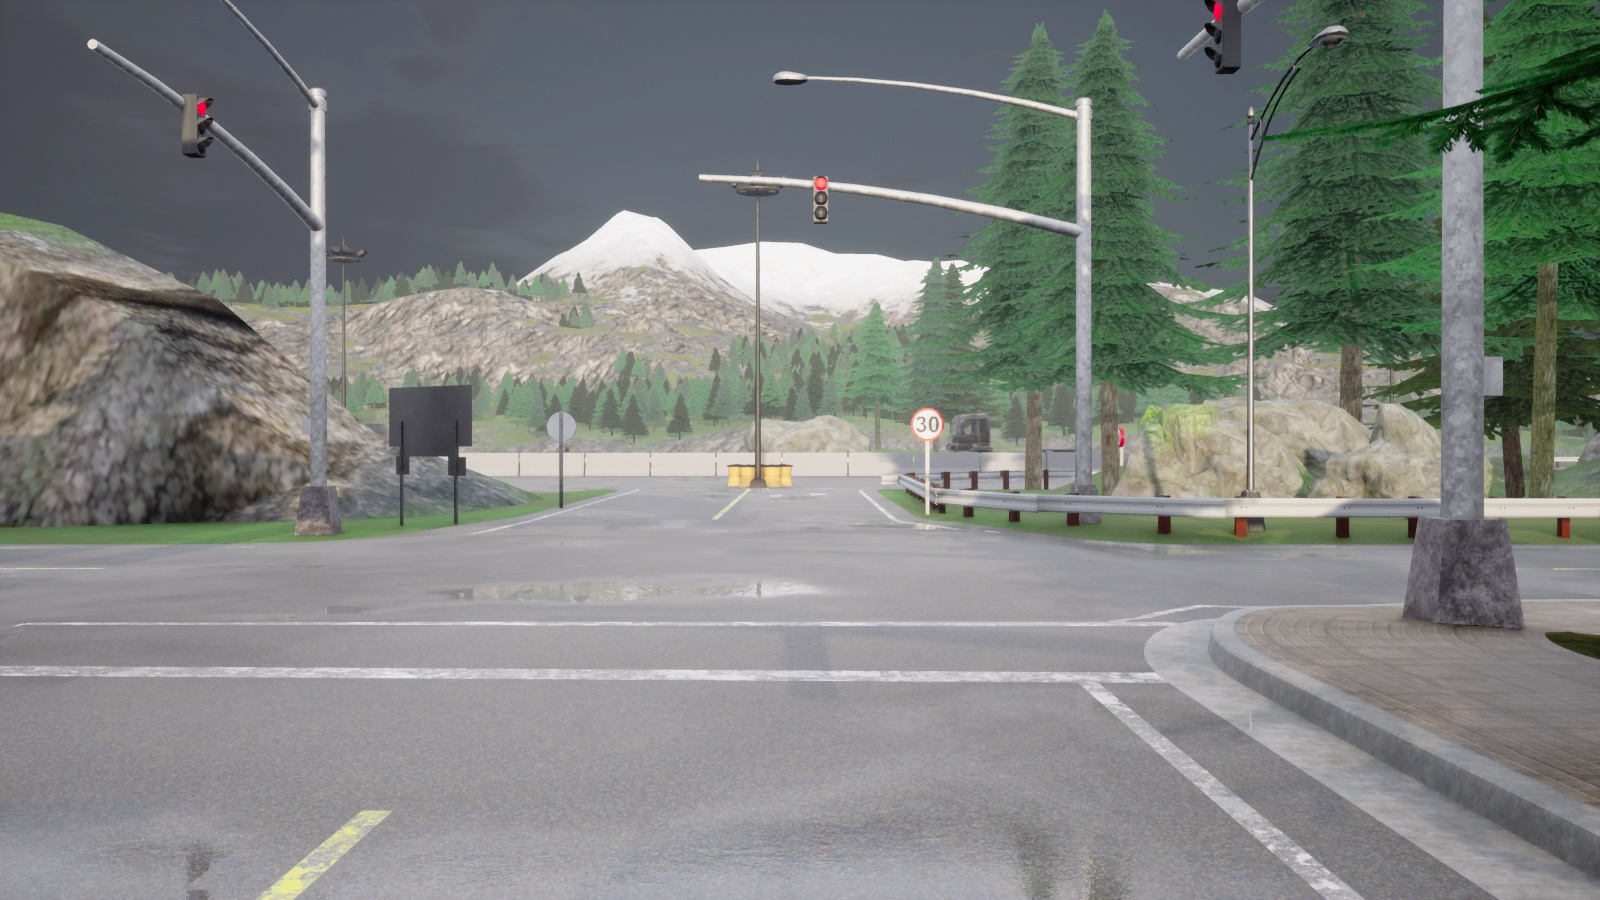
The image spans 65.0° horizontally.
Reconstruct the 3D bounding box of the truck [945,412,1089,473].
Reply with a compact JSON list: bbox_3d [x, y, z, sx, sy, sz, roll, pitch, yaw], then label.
[{"bbox_3d":[12.548,-0.442,73.086,7.936,3.462,2.891,0,0,0],"label":"truck"}]
